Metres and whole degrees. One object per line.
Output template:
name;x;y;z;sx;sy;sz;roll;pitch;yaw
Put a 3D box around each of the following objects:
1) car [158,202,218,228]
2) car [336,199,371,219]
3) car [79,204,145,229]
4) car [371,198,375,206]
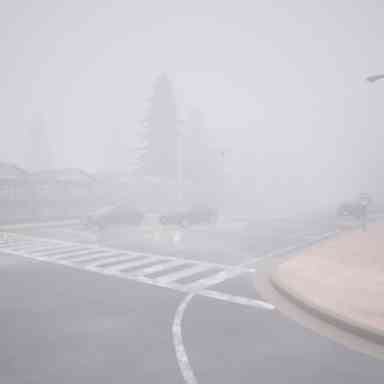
car;-0.171;1.492;22.577;1.882;1.535;5.008;0;0;38
car;14.368;1.512;29.858;1.837;1.490;4.892;0;0;37
car;-5.115;1.543;21.895;1.812;1.442;4.674;0;0;38
car;27.778;1.363;53.252;2.097;1.767;4.553;0;0;37
